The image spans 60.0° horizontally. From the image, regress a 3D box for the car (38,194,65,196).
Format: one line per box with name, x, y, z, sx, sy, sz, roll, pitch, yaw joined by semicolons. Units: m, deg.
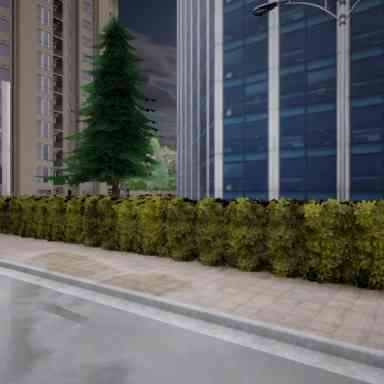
car;-12.062;1.221;30.602;2.150;2.045;5.566;0;0;36
